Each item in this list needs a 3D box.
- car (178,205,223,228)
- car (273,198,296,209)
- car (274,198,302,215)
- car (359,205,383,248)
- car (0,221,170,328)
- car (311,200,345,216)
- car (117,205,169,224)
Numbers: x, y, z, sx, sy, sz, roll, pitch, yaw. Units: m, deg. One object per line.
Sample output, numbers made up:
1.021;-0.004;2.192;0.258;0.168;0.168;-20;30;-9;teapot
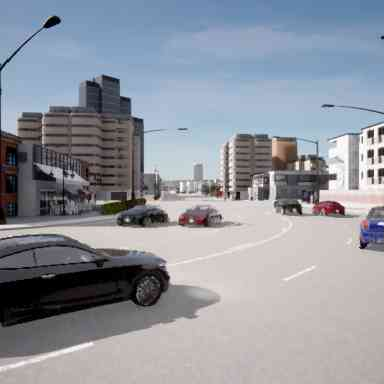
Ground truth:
0.659;1.564;22.168;1.994;1.385;4.181;0;0;21;car
12.976;1.563;46.906;1.994;1.385;4.181;0;0;-1;car
9.682;1.500;33.788;1.837;1.490;4.892;0;-1;0;car
8.477;1.352;14.288;2.097;1.767;4.553;0;0;31;car
-2.624;1.526;6.217;4.674;1.442;1.812;0;0;-37;car
13.139;1.525;32.143;1.812;1.442;4.674;0;0;2;car
-3.199;1.564;22.395;1.994;1.385;4.181;0;0;24;car
